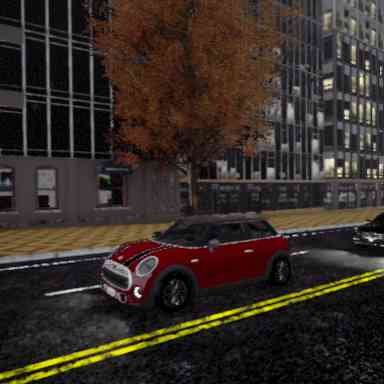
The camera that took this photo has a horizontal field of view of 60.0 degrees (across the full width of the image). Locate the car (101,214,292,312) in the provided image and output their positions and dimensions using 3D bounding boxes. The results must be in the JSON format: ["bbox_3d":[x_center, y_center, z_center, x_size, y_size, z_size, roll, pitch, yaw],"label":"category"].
[{"bbox_3d":[0.246,1.362,7.842,4.553,1.767,2.097,0,0,-35],"label":"car"}]

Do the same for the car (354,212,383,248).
[{"bbox_3d":[8.668,1.541,13.808,4.892,1.490,1.837,0,0,-35],"label":"car"}]

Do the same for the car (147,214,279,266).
[{"bbox_3d":[0.885,1.619,12.285,4.718,1.301,1.895,0,0,-35],"label":"car"}]
